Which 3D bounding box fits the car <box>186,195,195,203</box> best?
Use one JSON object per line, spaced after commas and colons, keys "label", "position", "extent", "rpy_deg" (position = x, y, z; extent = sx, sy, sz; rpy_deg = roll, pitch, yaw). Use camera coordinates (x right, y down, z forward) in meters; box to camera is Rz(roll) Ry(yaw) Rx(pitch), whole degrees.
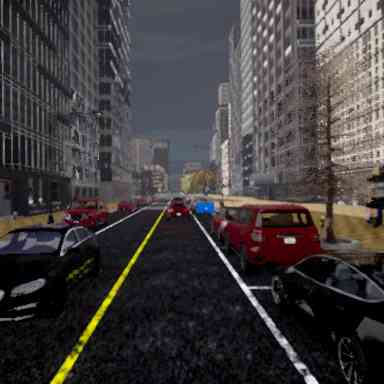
{"label": "car", "position": [-0.326, 1.424, 65.987], "extent": [1.752, 1.417, 4.829], "rpy_deg": [-1, 0, -3]}

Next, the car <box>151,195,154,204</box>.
{"label": "car", "position": [-8.430, 1.459, 59.892], "extent": [1.967, 1.590, 4.097], "rpy_deg": [-1, 0, -3]}

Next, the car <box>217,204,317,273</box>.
{"label": "car", "position": [2.275, 1.268, 10.486], "extent": [2.192, 1.841, 5.009], "rpy_deg": [-1, 0, -3]}

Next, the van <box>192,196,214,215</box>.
{"label": "van", "position": [1.237, 1.273, 32.619], "extent": [1.690, 1.788, 3.998], "rpy_deg": [-1, 0, -3]}

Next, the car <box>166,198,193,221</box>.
{"label": "car", "position": [-1.099, 1.498, 27.073], "extent": [1.812, 1.442, 4.674], "rpy_deg": [-1, 0, -3]}

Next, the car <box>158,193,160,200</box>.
{"label": "car", "position": [-9.468, 1.436, 82.025], "extent": [1.967, 1.590, 4.097], "rpy_deg": [-1, 0, -3]}

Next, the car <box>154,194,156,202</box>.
{"label": "car", "position": [-8.688, 1.564, 65.425], "extent": [2.008, 1.369, 4.403], "rpy_deg": [-1, 0, -3]}

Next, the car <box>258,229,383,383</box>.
{"label": "car", "position": [2.537, 1.524, 4.953], "extent": [1.947, 1.339, 4.313], "rpy_deg": [-1, 0, -3]}

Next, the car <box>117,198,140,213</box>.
{"label": "car", "position": [-7.391, 1.585, 37.760], "extent": [1.887, 1.381, 4.507], "rpy_deg": [-1, 0, -3]}

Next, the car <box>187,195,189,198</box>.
{"label": "car", "position": [0.712, 1.446, 43.855], "extent": [1.752, 1.417, 4.829], "rpy_deg": [-1, 0, -3]}

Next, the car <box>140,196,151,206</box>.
{"label": "car", "position": [-8.169, 1.569, 54.359], "extent": [1.887, 1.381, 4.507], "rpy_deg": [-1, 0, -3]}

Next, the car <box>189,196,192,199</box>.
{"label": "car", "position": [0.978, 1.366, 38.153], "extent": [1.967, 1.590, 4.097], "rpy_deg": [-1, 0, -3]}

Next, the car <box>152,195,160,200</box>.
{"label": "car", "position": [-9.978, 1.511, 92.921], "extent": [1.752, 1.417, 4.829], "rpy_deg": [-1, 0, -3]}

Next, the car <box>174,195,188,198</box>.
{"label": "car", "position": [-1.919, 1.459, 44.598], "extent": [1.837, 1.490, 4.892], "rpy_deg": [-1, 0, -3]}

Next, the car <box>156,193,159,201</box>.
{"label": "car", "position": [-9.207, 1.547, 76.492], "extent": [1.887, 1.381, 4.507], "rpy_deg": [-1, 0, -3]}

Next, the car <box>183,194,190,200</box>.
{"label": "car", "position": [-1.616, 1.415, 93.484], "extent": [1.887, 1.381, 4.507], "rpy_deg": [-1, 0, -3]}

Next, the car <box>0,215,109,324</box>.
{"label": "car", "position": [-3.382, 1.526, 7.499], "extent": [2.128, 1.511, 4.902], "rpy_deg": [-1, 0, -3]}

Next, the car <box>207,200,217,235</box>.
{"label": "car", "position": [2.016, 1.387, 16.020], "extent": [1.967, 1.590, 4.097], "rpy_deg": [-1, 0, -3]}

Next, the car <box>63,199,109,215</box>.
{"label": "car", "position": [-6.615, 1.371, 21.160], "extent": [2.192, 1.841, 5.009], "rpy_deg": [-1, 0, -3]}
